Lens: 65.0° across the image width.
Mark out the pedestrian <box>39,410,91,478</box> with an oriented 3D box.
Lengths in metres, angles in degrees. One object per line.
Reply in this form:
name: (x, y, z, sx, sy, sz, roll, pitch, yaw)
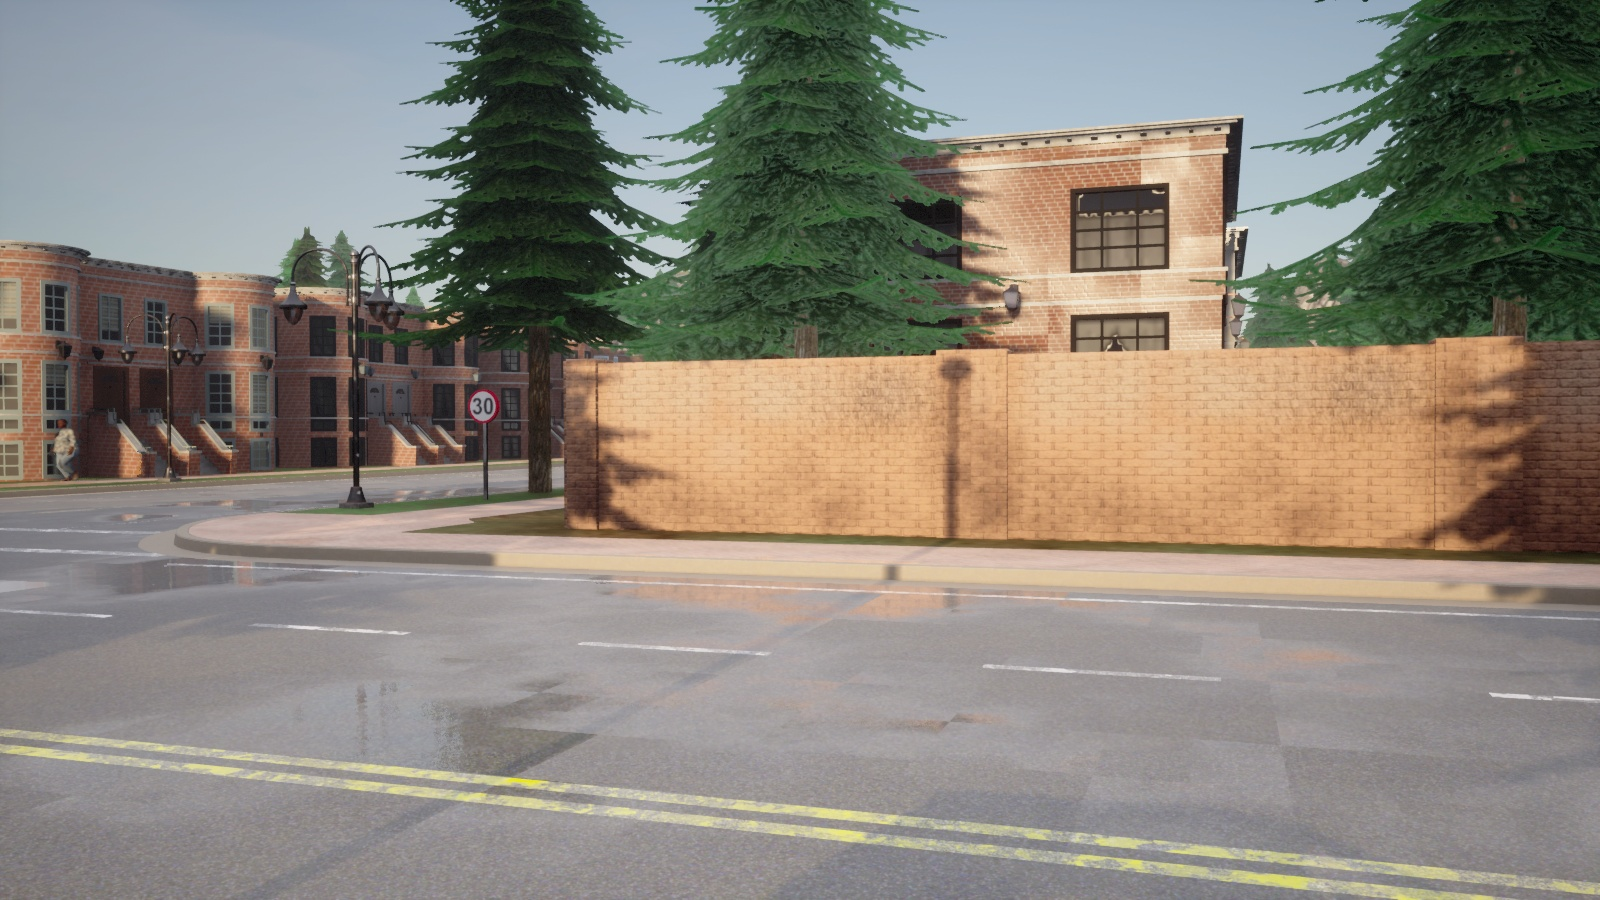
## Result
pedestrian: (-20.472, -0.182, 34.980, 0.874, 1.855, 0.900, 1, 1, 26)
